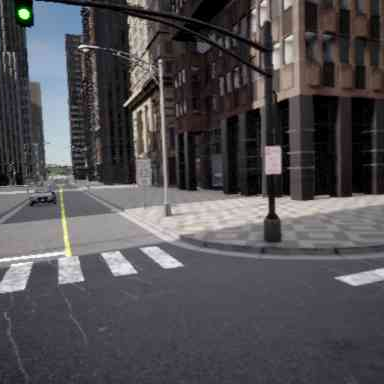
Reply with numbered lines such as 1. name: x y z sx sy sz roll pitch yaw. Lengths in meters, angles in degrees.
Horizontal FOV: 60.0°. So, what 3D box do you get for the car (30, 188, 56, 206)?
1. car: -13.148 0.406 29.449 1.994 1.385 4.181 -4 4 -22
